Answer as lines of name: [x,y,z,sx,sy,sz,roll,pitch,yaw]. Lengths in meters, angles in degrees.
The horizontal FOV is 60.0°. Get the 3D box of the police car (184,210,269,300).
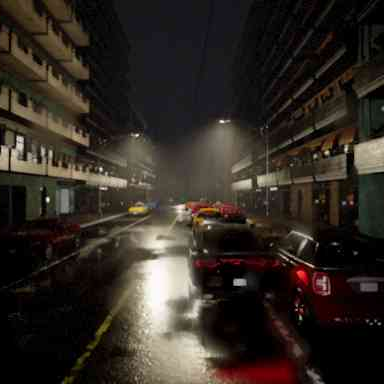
police car: [0.825,1.486,8.733,1.930,1.638,5.238,0,0,-1]

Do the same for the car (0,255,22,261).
car: [-3.098,1.502,1.448,2.128,1.511,4.902,0,0,0]

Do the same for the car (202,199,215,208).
car: [2.858,2.004,57.964,2.008,1.369,4.403,0,-1,0]

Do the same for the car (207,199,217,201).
car: [2.791,1.783,35.489,1.752,1.417,4.829,0,0,0]

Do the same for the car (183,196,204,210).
car: [0.178,1.699,46.262,2.097,1.767,4.553,0,0,1]

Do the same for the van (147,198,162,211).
van: [-5.556,1.691,46.692,1.690,1.788,3.998,0,0,0]

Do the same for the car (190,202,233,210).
car: [0.954,1.589,18.832,1.801,1.575,5.366,0,0,0]

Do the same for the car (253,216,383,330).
car: [2.707,1.489,7.010,1.967,1.590,4.097,0,0,0]

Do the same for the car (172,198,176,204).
car: [-5.455,2.193,80.490,1.752,1.417,4.829,0,-1,0]

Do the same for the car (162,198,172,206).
car: [-5.505,1.945,63.675,1.967,1.590,4.097,0,-1,0]

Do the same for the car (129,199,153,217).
car: [-5.589,1.780,35.197,1.752,1.417,4.829,0,0,0]

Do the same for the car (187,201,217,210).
car: [0.816,1.655,24.606,1.882,1.535,5.008,0,0,-3]

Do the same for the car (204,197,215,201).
car: [2.841,1.716,52.304,2.192,1.841,5.009,0,-1,0]

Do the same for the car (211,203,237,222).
car: [2.775,1.757,29.661,1.887,1.381,4.507,0,0,0]

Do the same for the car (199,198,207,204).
car: [2.942,2.294,86.269,1.947,1.339,4.313,0,-1,0]

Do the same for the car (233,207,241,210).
car: [2.758,1.716,23.996,1.887,1.381,4.507,0,0,0]

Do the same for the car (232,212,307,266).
car: [2.725,1.616,12.841,1.752,1.417,4.829,0,0,0]

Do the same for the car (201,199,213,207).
car: [2.876,2.056,63.626,2.008,1.369,4.403,0,-1,0]

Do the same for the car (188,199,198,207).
car: [0.179,2.000,60.302,1.812,1.442,4.674,0,-1,0]

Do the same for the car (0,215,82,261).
car: [-5.656,1.634,12.719,1.887,1.381,4.507,0,0,0]

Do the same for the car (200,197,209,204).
car: [2.925,2.110,80.611,1.967,1.590,4.097,0,-1,0]
